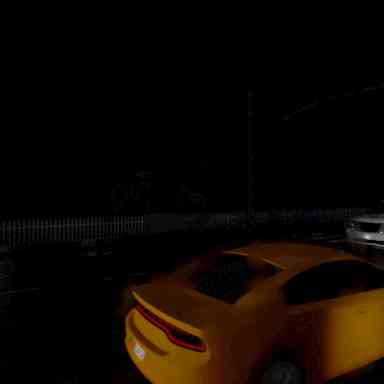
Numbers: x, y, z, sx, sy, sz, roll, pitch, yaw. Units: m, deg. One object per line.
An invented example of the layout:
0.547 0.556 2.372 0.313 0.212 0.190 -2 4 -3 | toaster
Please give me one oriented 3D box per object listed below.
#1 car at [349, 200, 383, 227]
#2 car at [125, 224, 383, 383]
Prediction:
8.528 1.224 13.102 5.566 2.045 2.150 0 0 -31 | car
1.591 1.478 4.688 5.008 1.535 1.882 0 0 -30 | car
